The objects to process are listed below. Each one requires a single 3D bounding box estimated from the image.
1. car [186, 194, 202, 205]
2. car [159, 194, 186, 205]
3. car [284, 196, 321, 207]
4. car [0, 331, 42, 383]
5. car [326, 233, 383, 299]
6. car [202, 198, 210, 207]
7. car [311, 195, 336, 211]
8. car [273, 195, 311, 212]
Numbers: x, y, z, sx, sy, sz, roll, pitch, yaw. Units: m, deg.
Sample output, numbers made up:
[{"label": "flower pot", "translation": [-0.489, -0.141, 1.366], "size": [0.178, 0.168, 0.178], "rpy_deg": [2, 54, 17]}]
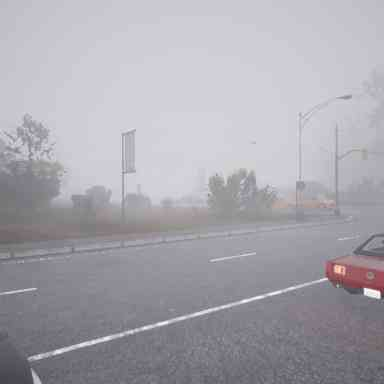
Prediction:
[{"label": "car", "translation": [0.223, 1.131, 54.113], "size": [2.097, 1.767, 4.553], "rpy_deg": [-1, 0, -39]}, {"label": "car", "translation": [-3.399, 1.372, 53.034], "size": [1.994, 1.385, 4.181], "rpy_deg": [-1, 0, -39]}, {"label": "car", "translation": [15.418, 1.313, 46.619], "size": [1.895, 1.301, 4.718], "rpy_deg": [-1, 0, -38]}, {"label": "car", "translation": [-3.171, 1.601, 1.471], "size": [4.718, 1.301, 1.895], "rpy_deg": [0, 0, -36]}, {"label": "car", "translation": [5.133, 1.569, 7.433], "size": [4.718, 1.301, 1.895], "rpy_deg": [0, 0, -36]}, {"label": "car", "translation": [3.974, 1.281, 43.872], "size": [1.882, 1.535, 5.008], "rpy_deg": [-1, 0, -39]}, {"label": "car", "translation": [13.785, 1.121, 37.284], "size": [2.097, 1.767, 4.553], "rpy_deg": [-1, 0, -39]}, {"label": "car", "translation": [9.948, 1.276, 36.466], "size": [1.882, 1.535, 5.008], "rpy_deg": [-1, 0, -39]}]
